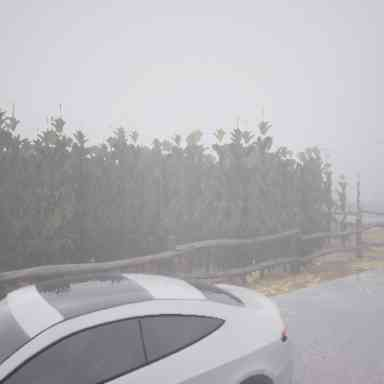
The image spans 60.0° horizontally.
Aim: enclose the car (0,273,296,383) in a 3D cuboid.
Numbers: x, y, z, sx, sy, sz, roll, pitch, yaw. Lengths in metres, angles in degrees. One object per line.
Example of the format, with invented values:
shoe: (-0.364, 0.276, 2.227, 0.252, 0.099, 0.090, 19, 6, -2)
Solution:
car: (-1.095, 1.527, 2.695, 4.674, 1.442, 1.812, -1, 0, -35)
